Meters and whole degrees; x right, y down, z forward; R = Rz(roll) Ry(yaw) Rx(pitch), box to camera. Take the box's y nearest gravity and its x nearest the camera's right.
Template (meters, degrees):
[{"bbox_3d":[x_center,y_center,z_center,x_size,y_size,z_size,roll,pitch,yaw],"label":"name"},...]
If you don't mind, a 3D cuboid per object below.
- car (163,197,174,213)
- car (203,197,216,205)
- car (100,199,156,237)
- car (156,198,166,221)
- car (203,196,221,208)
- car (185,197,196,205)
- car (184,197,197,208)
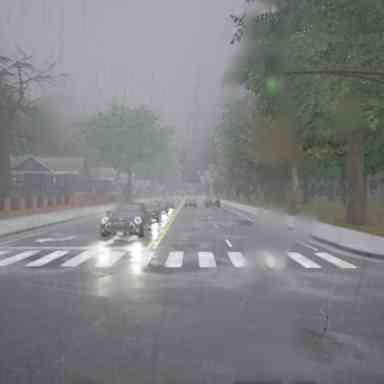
[{"bbox_3d":[-3.460,1.487,36.754,2.128,1.511,4.902,0,0,0],"label":"car"},{"bbox_3d":[3.009,1.581,59.312,2.033,1.411,5.357,0,0,0],"label":"car"},{"bbox_3d":[-3.358,1.335,17.662,2.097,1.767,4.553,0,0,0],"label":"car"},{"bbox_3d":[-3.405,1.494,26.810,1.837,1.490,4.892,0,0,0],"label":"car"},{"bbox_3d":[3.063,1.384,49.276,2.097,1.767,4.553,0,0,0],"label":"car"},{"bbox_3d":[-0.241,1.618,59.325,1.895,1.301,4.718,0,0,0],"label":"car"},{"bbox_3d":[-0.186,1.563,48.871,2.033,1.411,5.357,0,0,0],"label":"car"}]
